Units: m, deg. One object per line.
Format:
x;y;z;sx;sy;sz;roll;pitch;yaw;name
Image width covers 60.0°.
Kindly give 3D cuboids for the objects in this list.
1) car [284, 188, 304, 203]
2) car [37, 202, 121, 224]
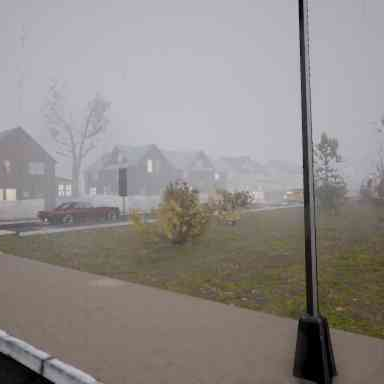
13.914;0.594;42.302;1.882;1.535;5.008;-2;-1;44;car
-6.772;1.253;20.489;1.895;1.301;4.718;-2;-1;43;car
